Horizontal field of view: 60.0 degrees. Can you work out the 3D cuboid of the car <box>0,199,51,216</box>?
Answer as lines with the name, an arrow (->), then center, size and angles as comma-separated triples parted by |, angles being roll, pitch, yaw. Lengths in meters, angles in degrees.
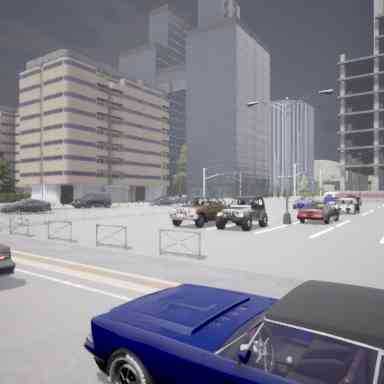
car -> -16.585, 1.504, 33.268 | 1.837, 1.490, 4.892 | 0, 0, 34

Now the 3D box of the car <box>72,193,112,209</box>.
car -> -13.264, 1.221, 44.493 | 2.150, 2.045, 5.566 | 0, 0, 34

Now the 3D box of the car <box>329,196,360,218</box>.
car -> 15.019, 1.395, 32.246 | 1.970, 1.475, 3.806 | 0, 0, 34

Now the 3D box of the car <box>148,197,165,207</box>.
car -> -4.677, 1.525, 50.969 | 1.812, 1.442, 4.674 | 0, 0, 34

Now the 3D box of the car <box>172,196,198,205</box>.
car -> -1.248, 1.549, 62.220 | 2.033, 1.411, 5.357 | 0, 0, 34

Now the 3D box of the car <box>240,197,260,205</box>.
car -> 10.690, 1.601, 60.986 | 1.895, 1.301, 4.718 | 0, 0, 34

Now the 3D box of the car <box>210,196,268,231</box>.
car -> 2.993, 1.156, 19.293 | 1.905, 1.878, 3.866 | 0, 0, 34

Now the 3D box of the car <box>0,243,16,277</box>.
car -> -6.743, 1.547, 8.721 | 5.357, 1.411, 2.033 | 0, 0, 35

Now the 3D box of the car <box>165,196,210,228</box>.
car -> 0.626, 1.153, 20.959 | 1.932, 1.855, 4.605 | 0, 0, 34

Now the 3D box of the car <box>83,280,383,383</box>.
car -> 1.101, 1.601, 3.204 | 4.718, 1.301, 1.895 | 0, 0, 35
